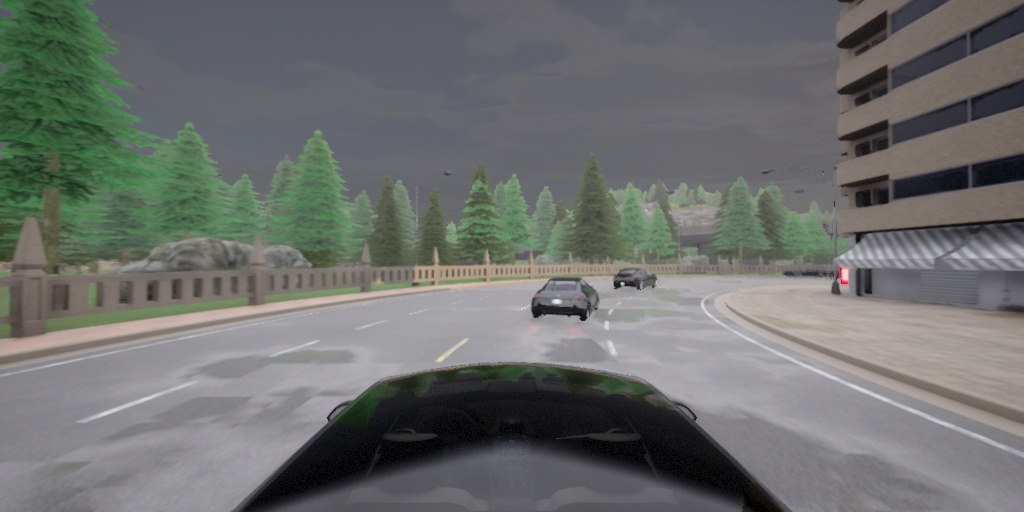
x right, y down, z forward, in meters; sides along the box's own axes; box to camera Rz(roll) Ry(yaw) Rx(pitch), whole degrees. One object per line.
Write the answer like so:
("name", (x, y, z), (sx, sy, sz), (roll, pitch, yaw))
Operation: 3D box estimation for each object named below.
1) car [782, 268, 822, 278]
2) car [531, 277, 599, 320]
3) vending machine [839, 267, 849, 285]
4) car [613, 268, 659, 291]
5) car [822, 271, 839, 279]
("car", (37.593, 2.138, 46.070), (4.718, 1.301, 1.895), (0, -1, -2))
("car", (2.123, 1.491, 13.655), (1.994, 1.385, 4.181), (0, -1, 19))
("vending machine", (27.201, 1.447, 28.904), (0.880, 2.100, 1.100), (0, 0, -20))
("car", (8.979, 1.633, 25.831), (1.837, 1.490, 4.892), (-1, -1, 41))
("car", (40.305, 2.103, 42.665), (4.718, 1.301, 1.895), (0, -1, -1))
